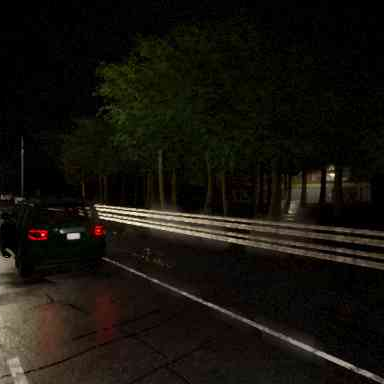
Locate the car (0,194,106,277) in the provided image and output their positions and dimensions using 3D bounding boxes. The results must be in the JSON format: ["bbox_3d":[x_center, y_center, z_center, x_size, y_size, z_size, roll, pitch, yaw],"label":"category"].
[{"bbox_3d":[-4.620,1.220,10.648,2.150,2.045,5.566,0,0,-36],"label":"car"}]
